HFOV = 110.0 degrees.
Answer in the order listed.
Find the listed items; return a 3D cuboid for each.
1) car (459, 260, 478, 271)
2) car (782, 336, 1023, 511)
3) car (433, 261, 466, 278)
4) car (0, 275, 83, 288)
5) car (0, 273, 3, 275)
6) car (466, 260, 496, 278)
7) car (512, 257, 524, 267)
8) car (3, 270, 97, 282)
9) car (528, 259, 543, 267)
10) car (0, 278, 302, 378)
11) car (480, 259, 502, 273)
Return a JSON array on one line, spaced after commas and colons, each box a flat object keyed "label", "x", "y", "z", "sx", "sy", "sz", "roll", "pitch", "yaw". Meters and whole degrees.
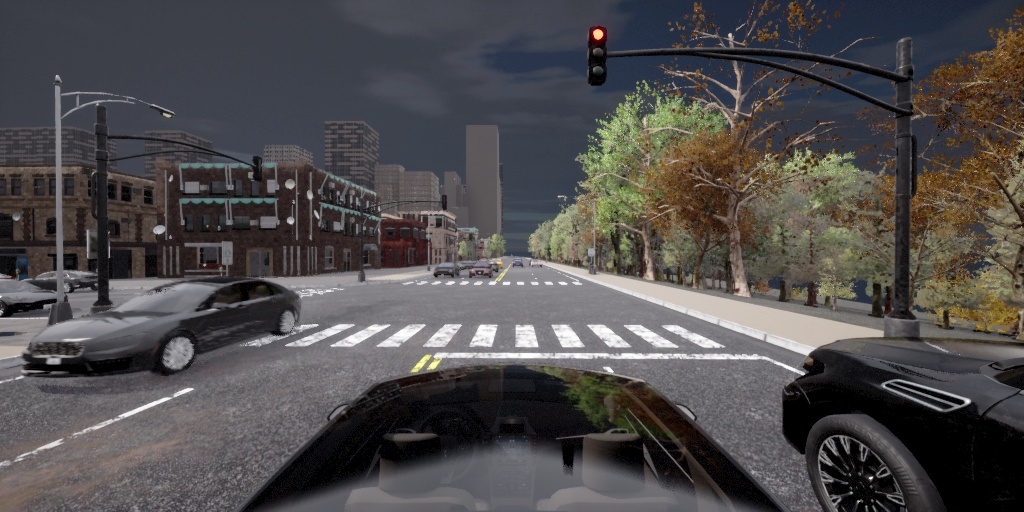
[{"label": "car", "x": -5.825, "y": 1.297, "z": 48.489, "sx": 1.994, "sy": 1.385, "sz": 4.181, "roll": 0, "pitch": 0, "yaw": 1}, {"label": "car", "x": 3.321, "y": 0.972, "z": 0.625, "sx": 2.150, "sy": 2.045, "sz": 5.566, "roll": 0, "pitch": 0, "yaw": 1}, {"label": "car", "x": -6.071, "y": 1.287, "z": 34.154, "sx": 2.033, "sy": 1.411, "sz": 5.357, "roll": 0, "pitch": 0, "yaw": 1}, {"label": "car", "x": -19.762, "y": 1.565, "z": 13.673, "sx": 4.313, "sy": 1.339, "sz": 1.948, "roll": 0, "pitch": 0, "yaw": 1}, {"label": "car", "x": -33.486, "y": 1.654, "z": 22.424, "sx": 4.207, "sy": 1.307, "sz": 1.802, "roll": 0, "pitch": 0, "yaw": 1}, {"label": "car", "x": -2.828, "y": 1.304, "z": 33.669, "sx": 1.994, "sy": 1.385, "sz": 4.181, "roll": 0, "pitch": 0, "yaw": 1}, {"label": "car", "x": 1.026, "y": 1.252, "z": 63.751, "sx": 1.812, "sy": 1.442, "sz": 4.674, "roll": 0, "pitch": 0, "yaw": 1}, {"label": "car", "x": -27.951, "y": 1.560, "z": 22.324, "sx": 4.403, "sy": 1.370, "sz": 2.007, "roll": 0, "pitch": 0, "yaw": 1}, {"label": "car", "x": 4.386, "y": 1.327, "z": 64.080, "sx": 1.895, "sy": 1.301, "sz": 4.718, "roll": 0, "pitch": 0, "yaw": 1}, {"label": "car", "x": -6.518, "y": 1.255, "z": 7.558, "sx": 1.837, "sy": 1.490, "sz": 4.892, "roll": 0, "pitch": 0, "yaw": 1}, {"label": "car", "x": -2.646, "y": 1.300, "z": 43.751, "sx": 1.994, "sy": 1.385, "sz": 4.181, "roll": 0, "pitch": 0, "yaw": 2}]
